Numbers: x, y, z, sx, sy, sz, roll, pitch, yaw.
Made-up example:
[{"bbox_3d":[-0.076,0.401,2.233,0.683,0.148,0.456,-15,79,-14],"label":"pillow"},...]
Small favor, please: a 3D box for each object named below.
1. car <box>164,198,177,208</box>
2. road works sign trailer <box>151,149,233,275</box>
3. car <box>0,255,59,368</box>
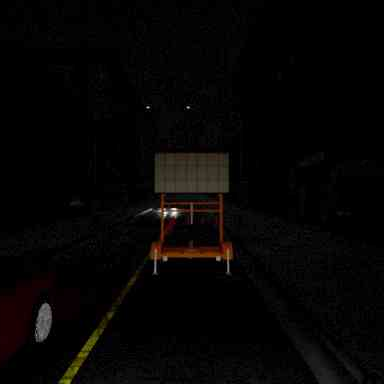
[{"bbox_3d":[-3.121,1.569,46.712,1.895,1.301,4.718,0,0,0],"label":"car"},{"bbox_3d":[-0.005,0.462,10.473,2.380,3.560,2.880,0,0,0],"label":"road works sign trailer"},{"bbox_3d":[-3.102,1.477,3.431,1.882,1.535,5.008,0,0,0],"label":"car"}]
